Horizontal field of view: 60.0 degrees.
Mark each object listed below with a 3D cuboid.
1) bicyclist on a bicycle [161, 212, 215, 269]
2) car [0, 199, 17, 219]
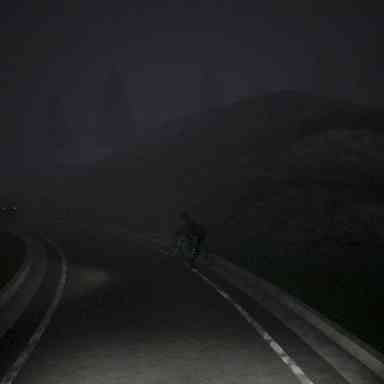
[{"bbox_3d":[-0.087,1.401,9.636,1.656,1.620,0.582,0,0,-19],"label":"bicyclist on a bicycle"},{"bbox_3d":[-16.190,1.327,27.163,4.553,1.767,2.097,0,0,40],"label":"car"}]
